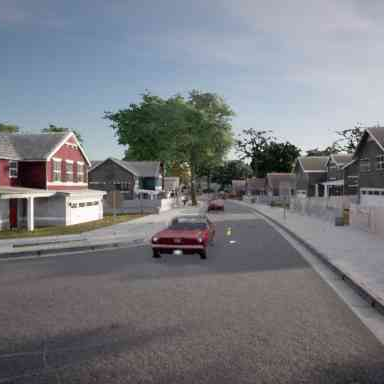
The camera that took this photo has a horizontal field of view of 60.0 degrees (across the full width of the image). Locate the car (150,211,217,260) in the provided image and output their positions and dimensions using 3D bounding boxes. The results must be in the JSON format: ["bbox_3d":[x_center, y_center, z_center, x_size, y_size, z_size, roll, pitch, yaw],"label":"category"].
[{"bbox_3d":[-0.147,1.606,12.692,1.895,1.301,4.718,0,0,8],"label":"car"}]

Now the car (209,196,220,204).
[{"bbox_3d":[4.234,1.473,64.191,1.882,1.535,5.008,0,0,1],"label":"car"}]

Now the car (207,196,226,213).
[{"bbox_3d":[2.837,1.548,38.654,1.882,1.535,5.008,0,0,5],"label":"car"}]
